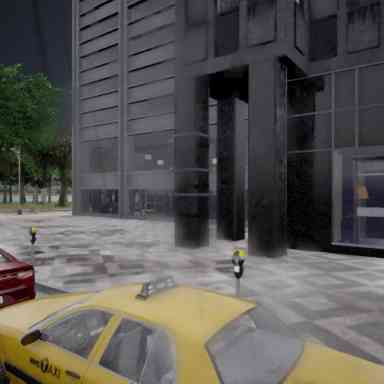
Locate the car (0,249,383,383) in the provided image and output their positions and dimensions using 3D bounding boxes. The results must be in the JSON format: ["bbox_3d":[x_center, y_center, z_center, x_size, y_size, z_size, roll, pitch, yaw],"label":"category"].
[{"bbox_3d":[-0.537,1.525,3.347,4.829,1.417,1.752,0,0,36],"label":"car"}]

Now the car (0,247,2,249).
[{"bbox_3d":[-4.823,1.545,6.410,4.507,1.381,1.887,0,0,36],"label":"car"}]
